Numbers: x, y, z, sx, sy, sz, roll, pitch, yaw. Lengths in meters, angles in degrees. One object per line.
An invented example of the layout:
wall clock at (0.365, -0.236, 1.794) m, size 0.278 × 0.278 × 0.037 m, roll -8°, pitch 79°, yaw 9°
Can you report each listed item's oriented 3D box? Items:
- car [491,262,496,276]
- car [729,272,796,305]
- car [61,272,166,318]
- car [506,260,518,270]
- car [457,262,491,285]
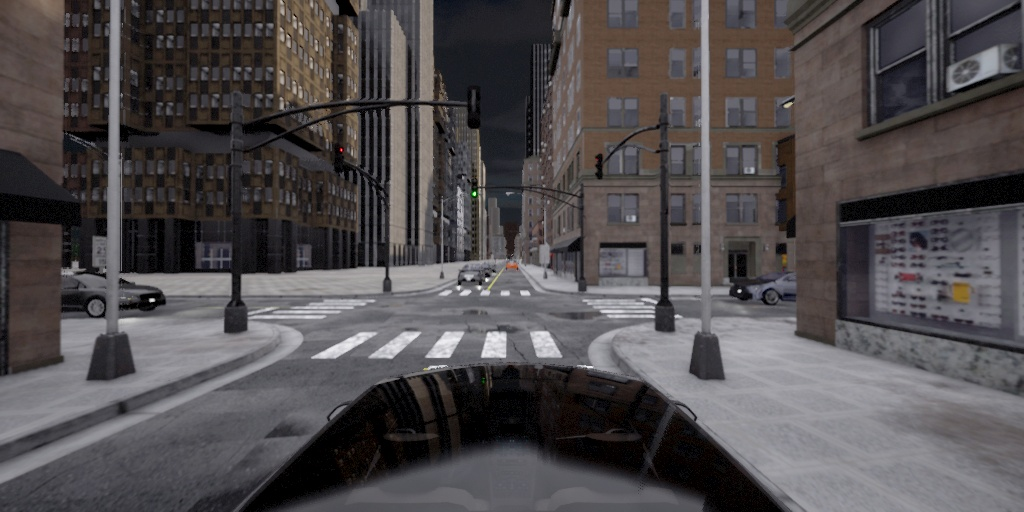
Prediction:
car at (-3.145, 1.539, 38.380) m, size 2.033 × 1.411 × 5.357 m, roll 0°, pitch 0°, yaw 0°
car at (12.232, 1.408, 16.175) m, size 4.181 × 1.385 × 1.994 m, roll 0°, pitch 0°, yaw -1°
car at (-15.250, 1.332, 12.760) m, size 4.892 × 1.490 × 1.837 m, roll 0°, pitch 0°, yaw 0°
car at (0.023, 1.491, 61.178) m, size 2.097 × 1.767 × 4.553 m, roll 0°, pitch 0°, yaw 0°
car at (-3.133, 1.418, 28.446) m, size 2.128 × 1.511 × 4.902 m, roll 0°, pitch 0°, yaw 0°
